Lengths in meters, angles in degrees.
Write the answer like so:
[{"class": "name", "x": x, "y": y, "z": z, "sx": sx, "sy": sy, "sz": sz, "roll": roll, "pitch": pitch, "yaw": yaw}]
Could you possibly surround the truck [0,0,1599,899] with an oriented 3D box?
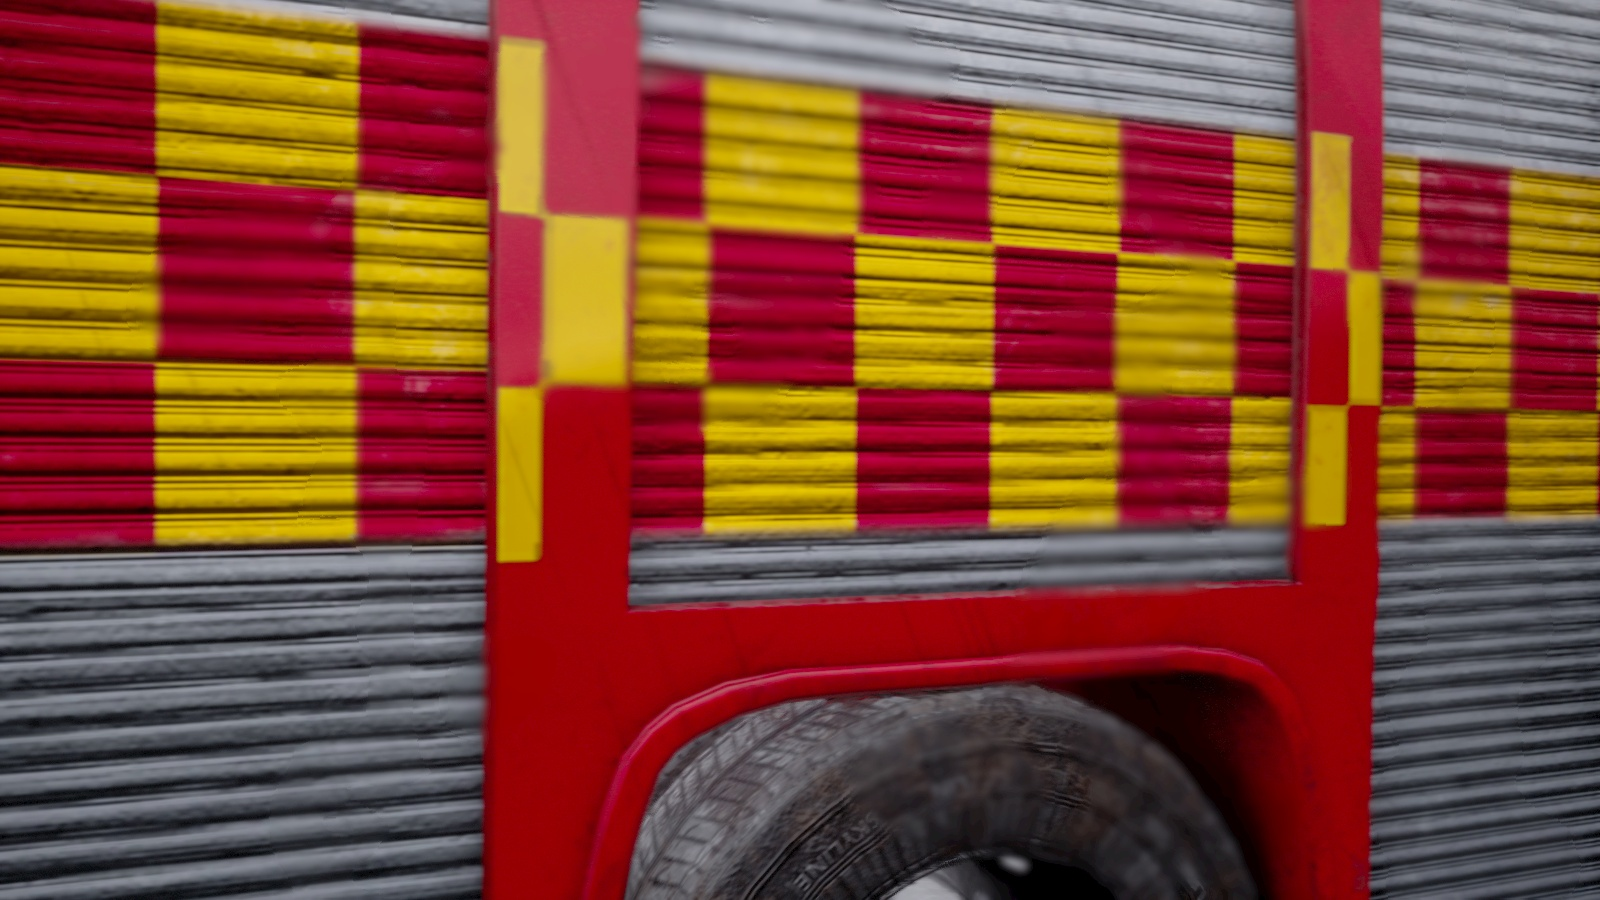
[{"class": "truck", "x": -2.943, "y": -0.352, "z": 2.108, "sx": 8.468, "sy": 3.827, "sz": 2.891, "roll": -1, "pitch": 1, "yaw": -21}]
